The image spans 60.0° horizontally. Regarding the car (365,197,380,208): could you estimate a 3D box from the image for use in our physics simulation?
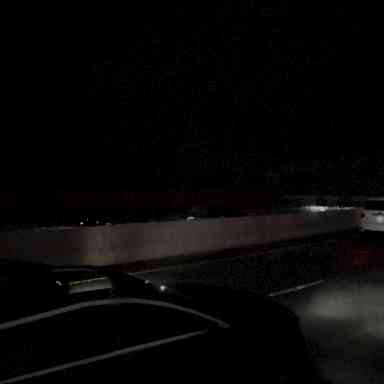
[{"bbox_3d":[26.885,1.496,49.761,1.882,1.535,5.008,0,0,27],"label":"car"}]

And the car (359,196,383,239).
[{"bbox_3d":[10.199,1.229,16.299,5.566,2.045,2.150,0,0,-42],"label":"car"}]

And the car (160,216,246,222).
[{"bbox_3d":[0.845,1.356,17.838,4.553,1.767,2.097,0,0,-39],"label":"car"}]

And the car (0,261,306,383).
[{"bbox_3d":[-0.945,1.491,3.076,4.902,1.511,2.128,0,0,-36],"label":"car"}]

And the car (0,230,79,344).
[{"bbox_3d":[-4.321,1.526,4.963,4.674,1.442,1.812,0,0,-36],"label":"car"}]

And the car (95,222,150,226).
[{"bbox_3d":[-2.791,1.551,19.339,5.357,1.411,2.033,0,0,-37],"label":"car"}]
